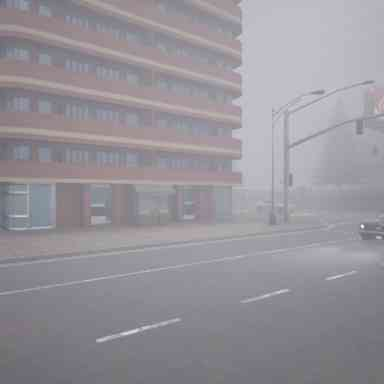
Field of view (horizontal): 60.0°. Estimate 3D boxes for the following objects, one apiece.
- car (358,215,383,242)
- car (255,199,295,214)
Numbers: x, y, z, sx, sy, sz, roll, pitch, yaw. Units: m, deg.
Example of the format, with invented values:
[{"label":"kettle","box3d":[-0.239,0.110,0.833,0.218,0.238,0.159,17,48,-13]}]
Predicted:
[{"label":"car","box3d":[9.647,1.601,15.298,4.718,1.301,1.895,0,0,-36]},{"label":"car","box3d":[8.903,1.526,36.193,1.812,1.442,4.674,0,0,-36]}]
